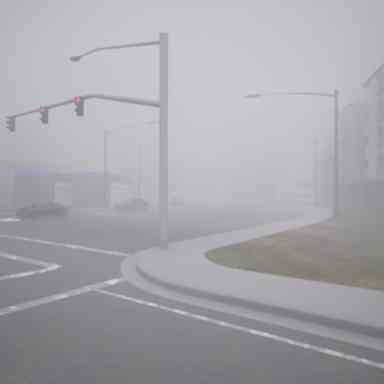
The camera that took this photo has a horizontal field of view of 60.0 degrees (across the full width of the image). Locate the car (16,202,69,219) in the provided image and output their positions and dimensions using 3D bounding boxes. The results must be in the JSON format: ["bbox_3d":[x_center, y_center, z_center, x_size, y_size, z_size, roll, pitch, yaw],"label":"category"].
[{"bbox_3d":[-12.959,1.534,28.995,1.994,1.385,4.181,0,0,36],"label":"car"}]

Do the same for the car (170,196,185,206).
[{"bbox_3d":[-2.213,1.471,52.829,1.837,1.490,4.892,0,-1,6],"label":"car"}]

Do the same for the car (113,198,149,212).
[{"bbox_3d":[-6.903,1.447,37.956,1.882,1.535,5.008,0,0,27],"label":"car"}]
